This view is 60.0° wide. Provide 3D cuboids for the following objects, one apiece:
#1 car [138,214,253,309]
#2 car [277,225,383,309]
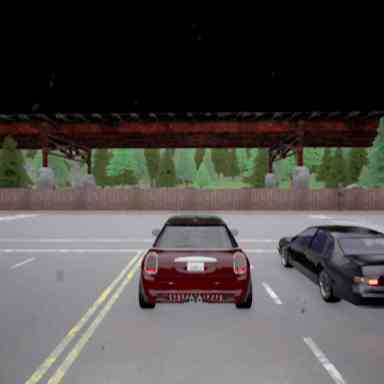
[{"bbox_3d":[0.072,1.320,7.960,2.097,1.767,4.553,0,0,0],"label":"car"},{"bbox_3d":[3.576,1.515,8.048,2.033,1.411,5.357,0,0,0],"label":"car"}]
